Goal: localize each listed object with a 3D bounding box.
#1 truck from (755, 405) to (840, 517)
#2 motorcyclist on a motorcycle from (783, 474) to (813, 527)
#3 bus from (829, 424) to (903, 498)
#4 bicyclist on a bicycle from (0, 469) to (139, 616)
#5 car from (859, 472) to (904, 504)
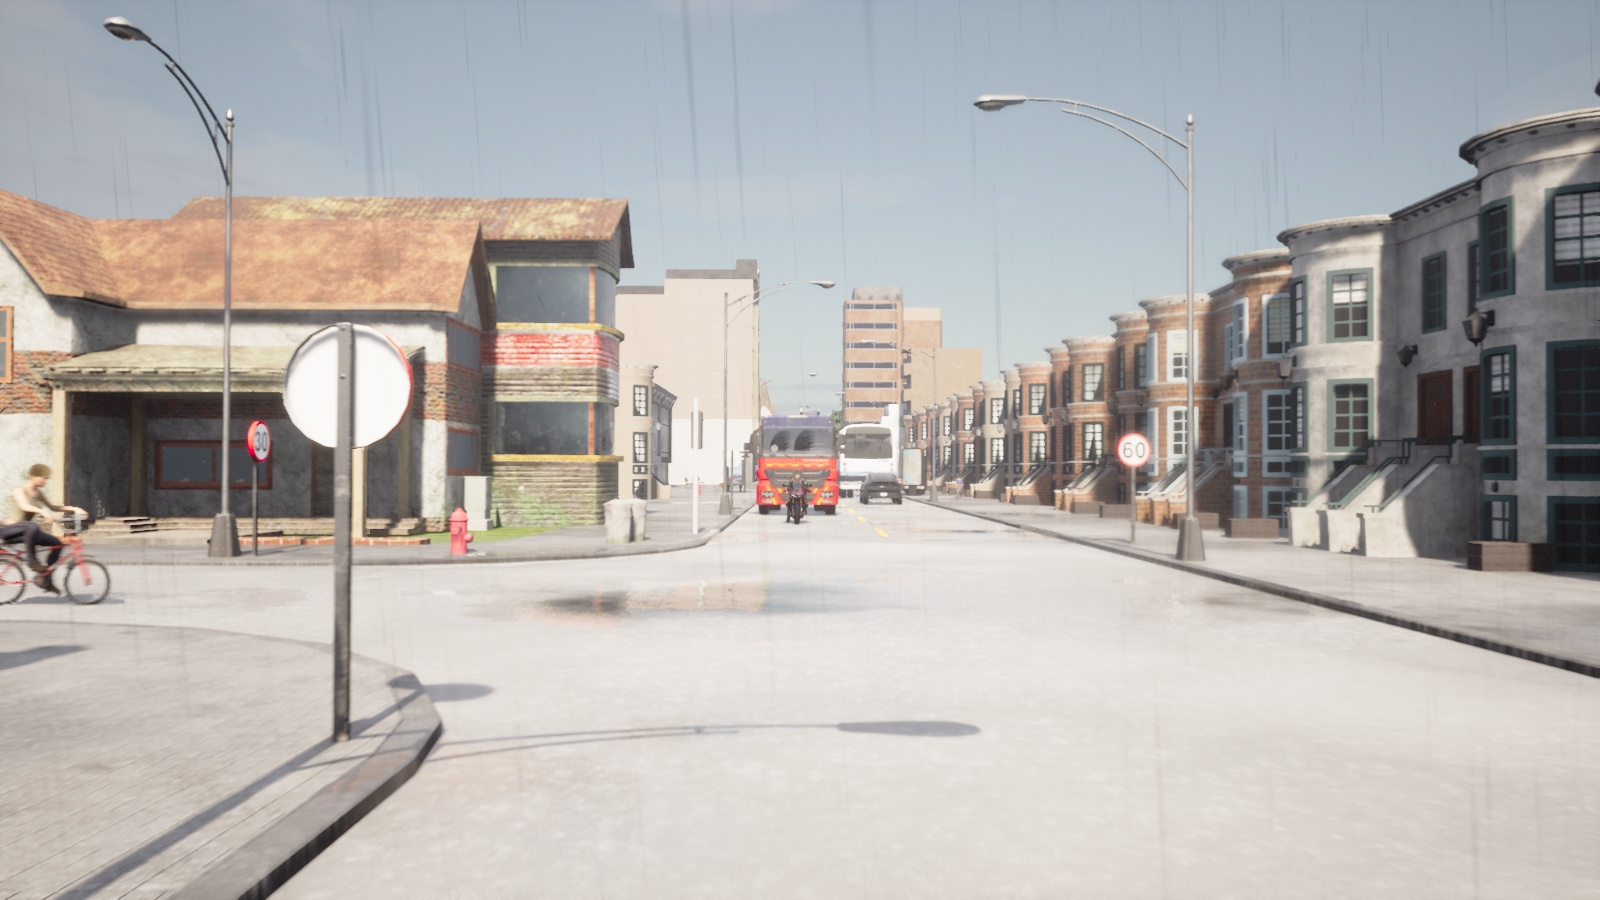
[{"bbox_3d":[-0.090,0.446,47.497,2.891,3.827,8.468,0,-1,0],"label":"truck"},{"bbox_3d":[-0.069,1.479,37.566,0.866,1.530,2.191,0,-1,0],"label":"motorcyclist on a motorcycle"},{"bbox_3d":[3.870,0.708,76.764,3.944,4.253,10.273,0,-1,0],"label":"bus"},{"bbox_3d":[-8.470,1.023,14.225,1.509,1.612,0.866,0,-1,0],"label":"bicyclist on a bicycle"},{"bbox_3d":[3.897,1.823,60.895,1.837,1.490,4.892,0,-1,0],"label":"car"}]
